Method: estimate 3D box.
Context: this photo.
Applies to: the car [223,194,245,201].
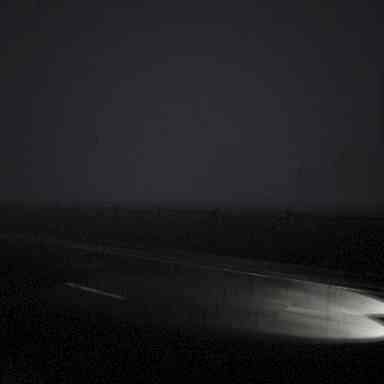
[{"bbox_3d":[8.644,1.286,68.501,4.605,1.855,1.932,0,0,35],"label":"car"}]
